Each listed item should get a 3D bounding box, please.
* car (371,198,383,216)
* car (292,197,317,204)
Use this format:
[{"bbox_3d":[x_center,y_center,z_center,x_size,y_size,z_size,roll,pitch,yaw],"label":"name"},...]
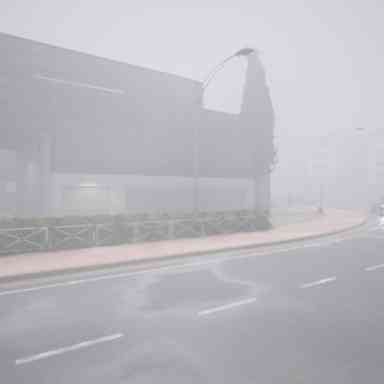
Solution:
[{"bbox_3d":[18.702,1.342,31.739,2.097,1.767,4.553,0,0,16],"label":"car"},{"bbox_3d":[20.453,1.618,60.549,1.895,1.301,4.718,0,0,-24],"label":"car"}]
